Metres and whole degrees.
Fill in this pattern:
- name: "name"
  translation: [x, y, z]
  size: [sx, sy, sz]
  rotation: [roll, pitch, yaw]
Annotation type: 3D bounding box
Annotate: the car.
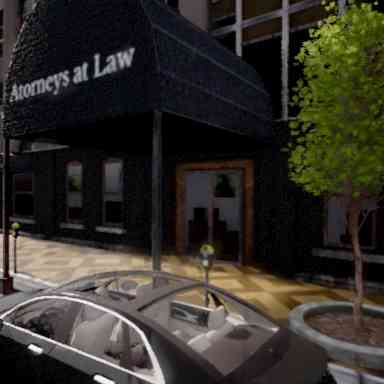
- name: "car"
  translation: [-0.864, 1.534, 3.487]
  size: [4.403, 1.369, 2.008]
  rotation: [0, 0, 35]
